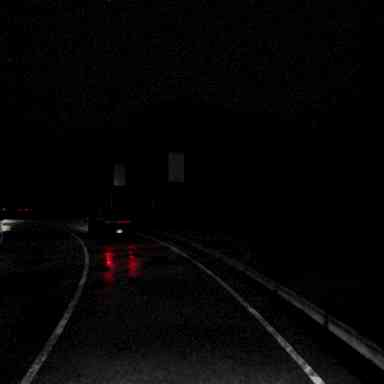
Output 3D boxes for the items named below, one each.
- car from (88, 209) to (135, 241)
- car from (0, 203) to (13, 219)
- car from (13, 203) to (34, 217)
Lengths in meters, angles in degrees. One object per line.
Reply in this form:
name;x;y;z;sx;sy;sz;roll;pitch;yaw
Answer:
car;-4.458;1.677;18.012;2.128;1.511;4.902;1;-1;-25
car;-18.879;1.610;30.850;4.553;1.767;2.097;0;-1;40
car;-18.939;1.880;35.351;5.357;1.411;2.033;0;-1;35
